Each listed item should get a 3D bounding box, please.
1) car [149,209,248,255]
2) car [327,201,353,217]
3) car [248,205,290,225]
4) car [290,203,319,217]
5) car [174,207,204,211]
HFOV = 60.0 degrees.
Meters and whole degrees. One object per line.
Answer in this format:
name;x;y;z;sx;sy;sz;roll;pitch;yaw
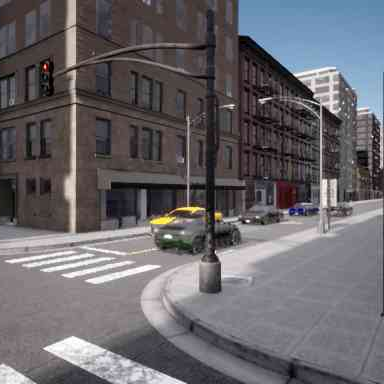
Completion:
car;0.342;1.646;13.987;1.994;1.385;4.181;0;0;38
car;15.687;1.737;35.107;1.837;1.490;4.892;0;0;36
car;5.533;1.704;25.949;2.033;1.411;5.357;0;0;35
car;11.521;1.816;34.329;1.895;1.301;4.718;0;0;36
car;-0.208;1.576;17.891;1.882;1.535;5.008;0;0;35
